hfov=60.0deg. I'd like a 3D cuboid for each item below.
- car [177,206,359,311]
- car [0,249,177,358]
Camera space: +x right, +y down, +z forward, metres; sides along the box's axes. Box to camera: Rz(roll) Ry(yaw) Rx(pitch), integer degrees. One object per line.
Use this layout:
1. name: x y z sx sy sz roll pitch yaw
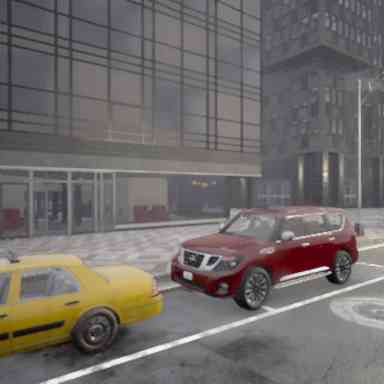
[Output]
1. car: 1.970 1.303 7.944 5.009 1.841 2.192 0 0 -36
2. car: -2.756 1.525 4.568 4.829 1.417 1.752 0 0 -36
